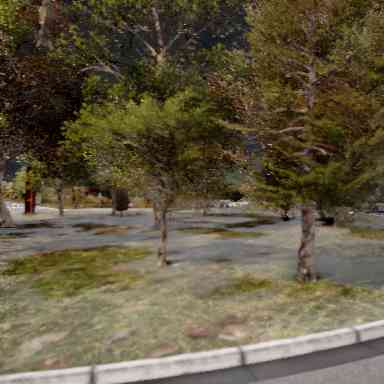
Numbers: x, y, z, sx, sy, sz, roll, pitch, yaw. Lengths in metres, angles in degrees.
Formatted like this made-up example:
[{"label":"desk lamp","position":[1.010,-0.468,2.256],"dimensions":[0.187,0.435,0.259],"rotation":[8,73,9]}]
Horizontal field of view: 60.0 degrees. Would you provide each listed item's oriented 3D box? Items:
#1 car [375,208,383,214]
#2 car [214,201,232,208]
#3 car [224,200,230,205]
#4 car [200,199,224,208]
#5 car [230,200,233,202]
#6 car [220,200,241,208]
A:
[{"label":"car","position":[20.222,1.811,37.370],"dimensions":[1.994,1.385,4.181],"rotation":[3,-2,-22]},{"label":"car","position":[7.726,3.148,83.194],"dimensions":[4.553,1.767,2.185],"rotation":[1,-3,4]},{"label":"car","position":[5.346,2.746,77.756],"dimensions":[5.566,2.045,2.435],"rotation":[1,-2,3]},{"label":"car","position":[4.196,2.861,75.019],"dimensions":[4.892,1.521,2.231],"rotation":[1,-2,3]},{"label":"car","position":[6.592,2.886,80.484],"dimensions":[5.566,2.045,2.435],"rotation":[1,-3,4]},{"label":"car","position":[10.217,3.277,88.622],"dimensions":[5.566,2.045,2.435],"rotation":[1,-2,4]}]
